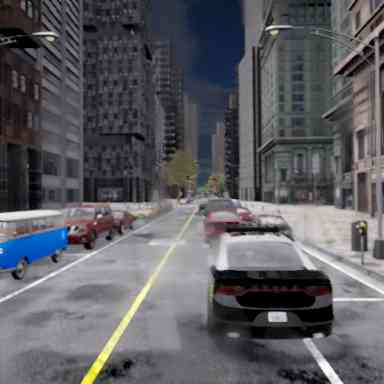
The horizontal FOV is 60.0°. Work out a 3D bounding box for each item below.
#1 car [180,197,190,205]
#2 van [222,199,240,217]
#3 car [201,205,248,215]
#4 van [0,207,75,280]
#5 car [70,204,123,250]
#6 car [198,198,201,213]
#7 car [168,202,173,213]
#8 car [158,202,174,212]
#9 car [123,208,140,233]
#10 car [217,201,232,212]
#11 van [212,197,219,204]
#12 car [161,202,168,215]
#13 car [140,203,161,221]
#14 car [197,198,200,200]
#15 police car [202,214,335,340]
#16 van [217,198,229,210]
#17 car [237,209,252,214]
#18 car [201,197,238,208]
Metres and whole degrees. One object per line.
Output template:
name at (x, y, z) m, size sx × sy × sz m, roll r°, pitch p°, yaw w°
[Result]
car at (-2.299, 2.579, 86.747) m, size 1.752 × 1.417 × 4.829 m, roll 0°, pitch -1°, yaw 2°
van at (4.315, 1.742, 37.465) m, size 1.690 × 1.788 × 3.998 m, roll 0°, pitch -1°, yaw 2°
car at (1.558, 1.663, 16.909) m, size 1.882 × 1.535 × 5.008 m, roll -1°, pitch -1°, yaw 1°
van at (-5.306, 1.507, 10.212) m, size 1.690 × 1.788 × 3.998 m, roll 0°, pitch -1°, yaw 2°
car at (-5.090, 1.544, 15.733) m, size 2.192 × 1.841 × 5.009 m, roll 0°, pitch -1°, yaw 2°
car at (1.897, 2.025, 45.879) m, size 1.837 × 1.490 × 4.892 m, roll -1°, pitch -1°, yaw 3°
car at (-4.012, 2.086, 43.335) m, size 1.887 × 1.381 × 4.507 m, roll 0°, pitch -1°, yaw 2°
car at (-3.797, 2.149, 48.856) m, size 1.887 × 1.381 × 4.507 m, roll 0°, pitch -1°, yaw 2°
car at (-4.874, 1.836, 21.252) m, size 1.887 × 1.381 × 4.507 m, roll 0°, pitch -1°, yaw 2°
car at (4.751, 2.071, 48.503) m, size 1.887 × 1.381 × 4.507 m, roll 0°, pitch -1°, yaw 2°
van at (6.442, 2.385, 91.979) m, size 1.690 × 1.788 × 3.998 m, roll 0°, pitch -1°, yaw 2°
car at (-4.227, 2.023, 37.814) m, size 1.887 × 1.381 × 4.507 m, roll 0°, pitch -1°, yaw 2°
car at (-4.450, 1.940, 32.124) m, size 1.752 × 1.417 × 4.829 m, roll 0°, pitch -1°, yaw 2°
car at (2.348, 2.226, 58.126) m, size 1.994 × 1.385 × 4.181 m, roll -1°, pitch -1°, yaw 2°
police car at (1.242, 1.498, 7.036) m, size 1.930 × 1.638 × 5.238 m, roll -1°, pitch -1°, yaw 2°
van at (4.967, 1.931, 54.026) m, size 1.690 × 1.788 × 3.998 m, roll 0°, pitch -1°, yaw 2°
car at (3.446, 1.701, 15.381) m, size 2.008 × 1.369 × 4.403 m, roll 0°, pitch -1°, yaw 2°
car at (1.865, 1.477, 22.946) m, size 2.150 × 2.045 × 5.566 m, roll -1°, pitch -1°, yaw 2°
